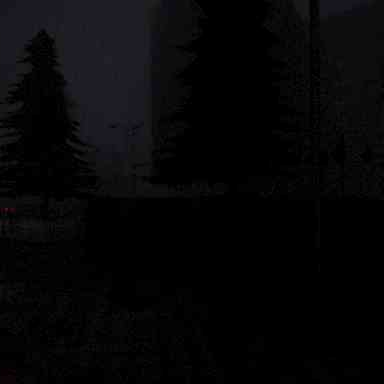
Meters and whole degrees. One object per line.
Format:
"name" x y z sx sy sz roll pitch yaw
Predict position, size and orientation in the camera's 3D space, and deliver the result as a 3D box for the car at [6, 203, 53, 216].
"car" -17.932 1.926 37.113 1.895 1.301 4.718 -1 -1 36
